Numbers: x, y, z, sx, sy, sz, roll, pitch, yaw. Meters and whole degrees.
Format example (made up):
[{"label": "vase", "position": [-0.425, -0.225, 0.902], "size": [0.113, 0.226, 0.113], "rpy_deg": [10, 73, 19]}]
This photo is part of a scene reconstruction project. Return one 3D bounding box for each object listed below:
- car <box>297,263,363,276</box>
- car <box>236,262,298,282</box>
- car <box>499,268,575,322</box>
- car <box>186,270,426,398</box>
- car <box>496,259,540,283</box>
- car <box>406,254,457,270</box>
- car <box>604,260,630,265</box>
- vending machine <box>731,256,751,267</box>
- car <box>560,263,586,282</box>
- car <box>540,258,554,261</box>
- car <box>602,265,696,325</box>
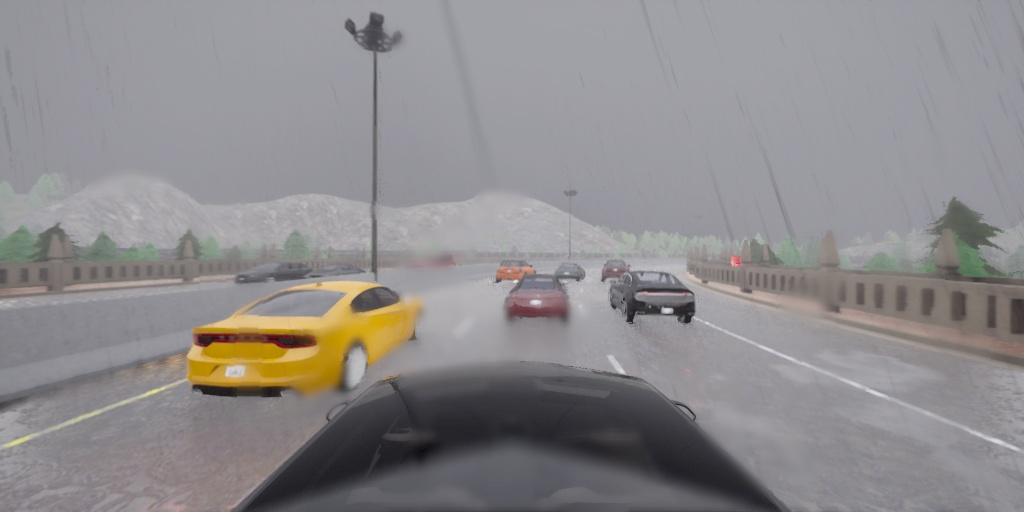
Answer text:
[{"label": "car", "position": [-11.422, 1.206, 23.512], "size": [1.994, 1.385, 4.181], "rpy_deg": [0, 0, 13]}, {"label": "car", "position": [-15.089, 1.131, 23.147], "size": [1.837, 1.490, 4.892], "rpy_deg": [0, 0, 12]}, {"label": "car", "position": [0.960, 1.292, 12.232], "size": [1.994, 1.385, 4.181], "rpy_deg": [0, 0, 7]}, {"label": "car", "position": [-3.105, 1.201, 6.684], "size": [1.882, 1.535, 5.008], "rpy_deg": [0, 0, 3]}, {"label": "car", "position": [0.379, 1.041, 26.607], "size": [2.097, 1.767, 4.553], "rpy_deg": [0, 0, 16]}, {"label": "car", "position": [-6.398, 0.873, 29.257], "size": [2.150, 2.045, 5.566], "rpy_deg": [0, 0, 17]}, {"label": "car", "position": [8.594, 1.072, 29.409], "size": [2.097, 1.767, 4.553], "rpy_deg": [0, 0, 19]}, {"label": "vending machine", "position": [14.438, 0.960, 22.645], "size": [1.100, 2.100, 0.880], "rpy_deg": [0, 0, 16]}, {"label": "car", "position": [4.782, 1.267, 29.087], "size": [1.994, 1.385, 4.181], "rpy_deg": [0, 0, 18]}, {"label": "car", "position": [5.742, 1.129, 61.806], "size": [1.837, 1.490, 4.892], "rpy_deg": [0, 0, 36]}, {"label": "car", "position": [4.429, 1.237, 11.930], "size": [2.128, 1.511, 4.902], "rpy_deg": [0, 0, 7]}]
